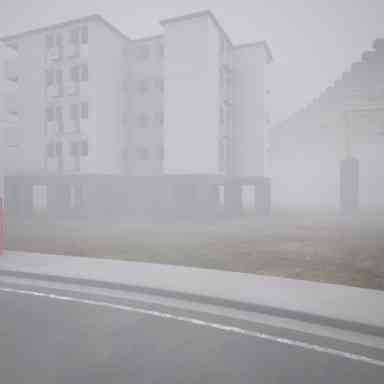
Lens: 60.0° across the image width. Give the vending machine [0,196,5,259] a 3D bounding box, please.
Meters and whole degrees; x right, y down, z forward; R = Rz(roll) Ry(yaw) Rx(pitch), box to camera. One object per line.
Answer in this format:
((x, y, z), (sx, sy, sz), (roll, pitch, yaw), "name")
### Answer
((-6.995, 1.195, 10.984), (0.880, 2.100, 1.100), (0, 0, 21), "vending machine")
